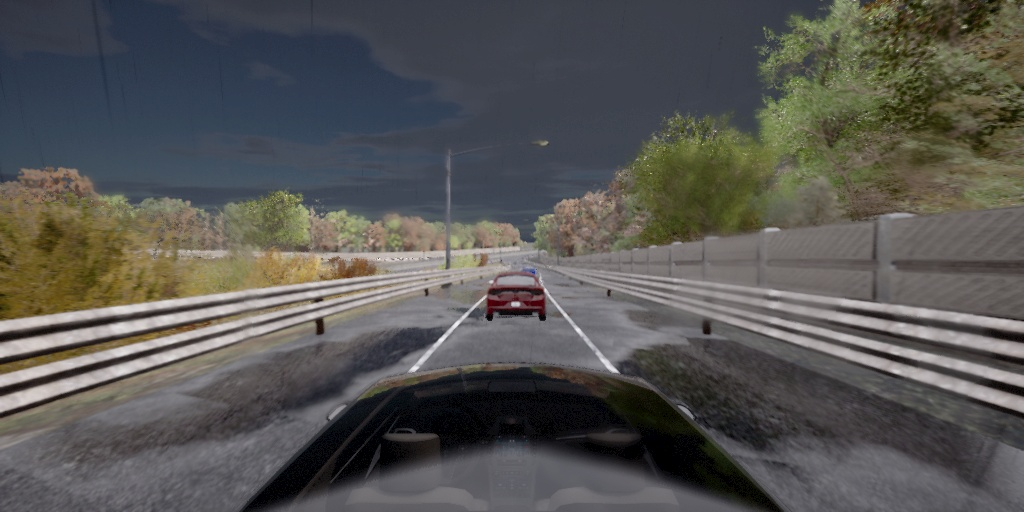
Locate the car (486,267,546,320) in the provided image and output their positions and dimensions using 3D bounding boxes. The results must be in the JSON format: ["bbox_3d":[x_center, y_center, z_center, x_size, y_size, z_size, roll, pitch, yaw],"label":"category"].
[{"bbox_3d":[0.163,1.312,13.019,1.882,1.535,5.008,0,-1,1],"label":"car"}]
